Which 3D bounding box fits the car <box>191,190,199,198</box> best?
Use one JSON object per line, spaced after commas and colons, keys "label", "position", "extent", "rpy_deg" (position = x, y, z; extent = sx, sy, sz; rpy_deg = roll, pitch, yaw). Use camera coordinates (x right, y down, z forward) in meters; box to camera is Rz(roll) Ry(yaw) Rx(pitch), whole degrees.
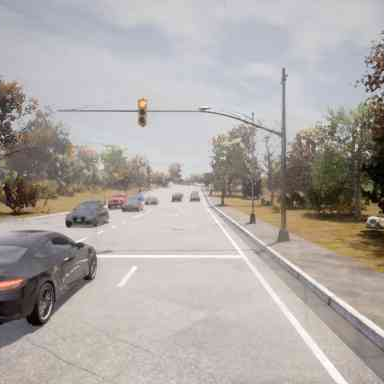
{"label": "car", "position": [0.623, 0.493, 74.461], "extent": [1.812, 1.442, 4.674], "rpy_deg": [0, 3, 1]}

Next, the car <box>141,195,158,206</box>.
{"label": "car", "position": [-6.648, 1.401, 54.699], "extent": [2.128, 1.511, 4.902], "rpy_deg": [0, 2, 1]}

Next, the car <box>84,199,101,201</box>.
{"label": "car", "position": [-10.343, 1.504, 34.129], "extent": [1.837, 1.490, 4.892], "rpy_deg": [0, 0, 1]}

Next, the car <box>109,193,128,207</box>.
{"label": "car", "position": [-10.235, 1.222, 46.971], "extent": [2.150, 2.045, 5.566], "rpy_deg": [0, 0, -1]}

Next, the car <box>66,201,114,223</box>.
{"label": "car", "position": [-6.945, 1.564, 22.456], "extent": [1.994, 1.385, 4.181], "rpy_deg": [0, 0, 1]}

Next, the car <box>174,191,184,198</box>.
{"label": "car", "position": [-2.884, 0.587, 74.043], "extent": [1.895, 1.301, 4.718], "rpy_deg": [0, 3, 1]}

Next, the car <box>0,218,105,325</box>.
{"label": "car", "position": [-3.403, 1.526, 6.968], "extent": [1.812, 1.442, 4.674], "rpy_deg": [0, 0, -1]}

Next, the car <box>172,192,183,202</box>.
{"label": "car", "position": [-2.877, 1.010, 64.109], "extent": [1.837, 1.490, 4.892], "rpy_deg": [0, 3, 1]}

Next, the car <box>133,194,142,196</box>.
{"label": "car", "position": [-10.061, 1.117, 61.524], "extent": [1.882, 1.535, 5.008], "rpy_deg": [0, 3, 1]}

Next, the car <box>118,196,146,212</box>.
{"label": "car", "position": [-6.806, 1.525, 38.310], "extent": [1.812, 1.442, 4.674], "rpy_deg": [0, 0, 1]}

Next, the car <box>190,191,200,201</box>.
{"label": "car", "position": [0.628, 1.079, 64.588], "extent": [1.895, 1.301, 4.718], "rpy_deg": [0, 3, 1]}
